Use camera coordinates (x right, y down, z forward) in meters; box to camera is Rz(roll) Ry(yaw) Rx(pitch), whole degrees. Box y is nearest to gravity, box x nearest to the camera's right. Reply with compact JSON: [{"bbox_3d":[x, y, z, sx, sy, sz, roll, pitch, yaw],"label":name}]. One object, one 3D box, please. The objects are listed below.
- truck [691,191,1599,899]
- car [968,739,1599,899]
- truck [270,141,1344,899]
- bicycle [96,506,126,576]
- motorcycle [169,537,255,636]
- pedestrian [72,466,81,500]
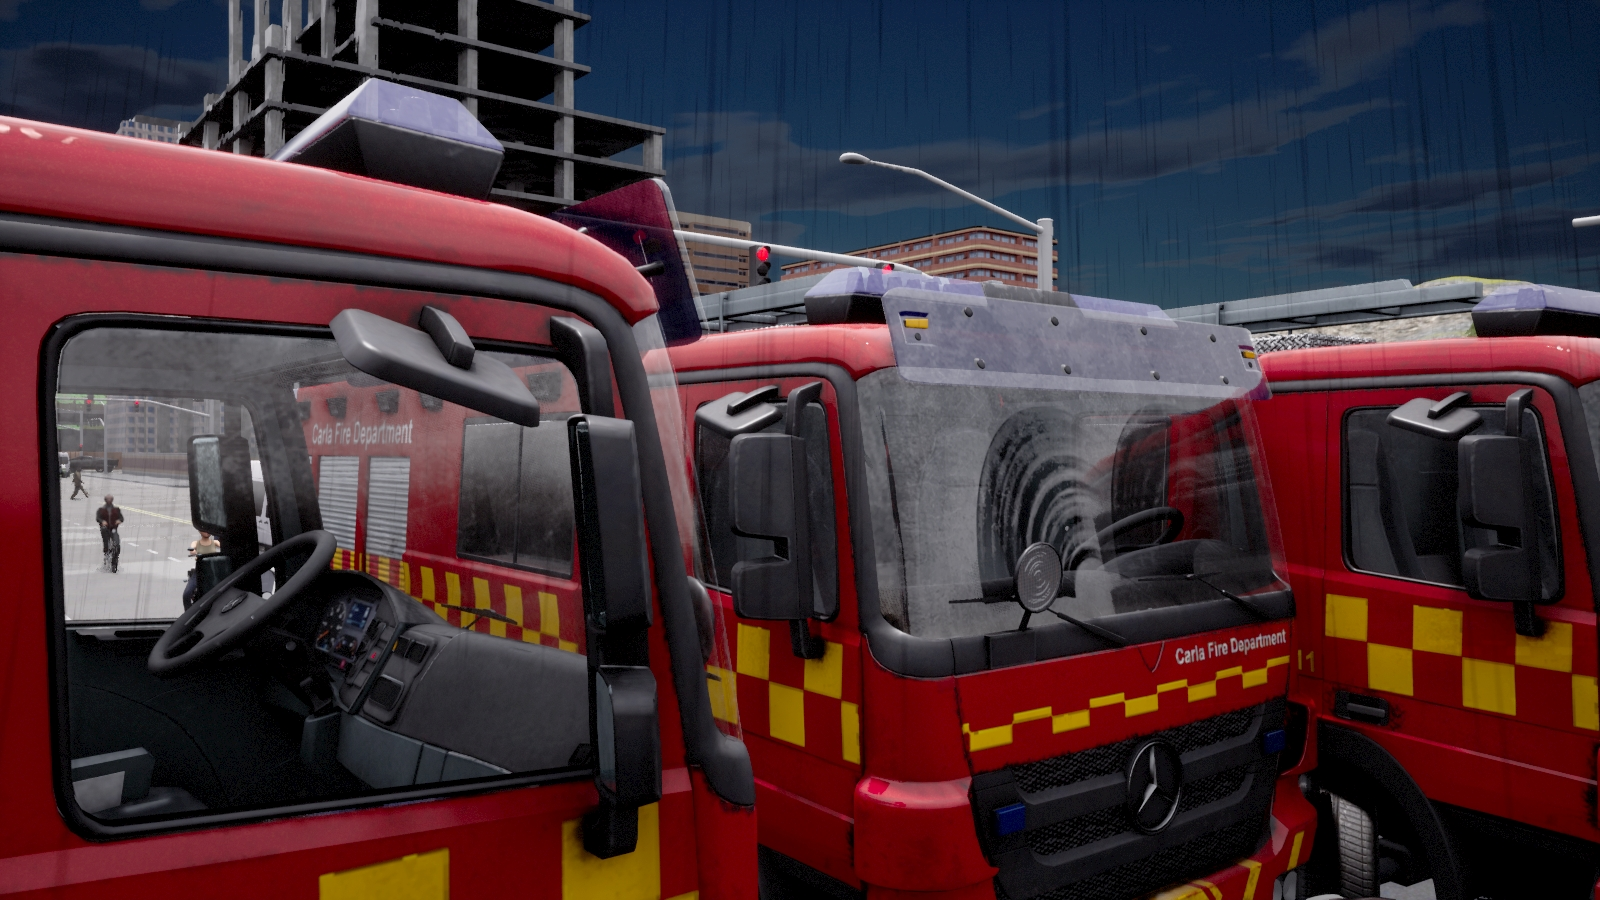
[{"bbox_3d":[2.348,0.890,8.605,2.891,3.827,8.468,0,0,-31],"label":"truck"},{"bbox_3d":[2.437,2.065,3.109,1.970,1.475,3.806,0,0,-30],"label":"car"},{"bbox_3d":[-1.099,0.890,8.003,2.891,3.827,8.468,0,0,-38],"label":"truck"},{"bbox_3d":[-15.806,2.060,26.195,0.329,1.471,1.835,0,0,-39],"label":"bicycle"},{"bbox_3d":[-9.533,2.155,18.464,0.764,1.307,2.356,0,0,-39],"label":"motorcycle"},{"bbox_3d":[-39.941,1.835,63.075,0.375,1.860,0.375,0,0,-40],"label":"pedestrian"}]
